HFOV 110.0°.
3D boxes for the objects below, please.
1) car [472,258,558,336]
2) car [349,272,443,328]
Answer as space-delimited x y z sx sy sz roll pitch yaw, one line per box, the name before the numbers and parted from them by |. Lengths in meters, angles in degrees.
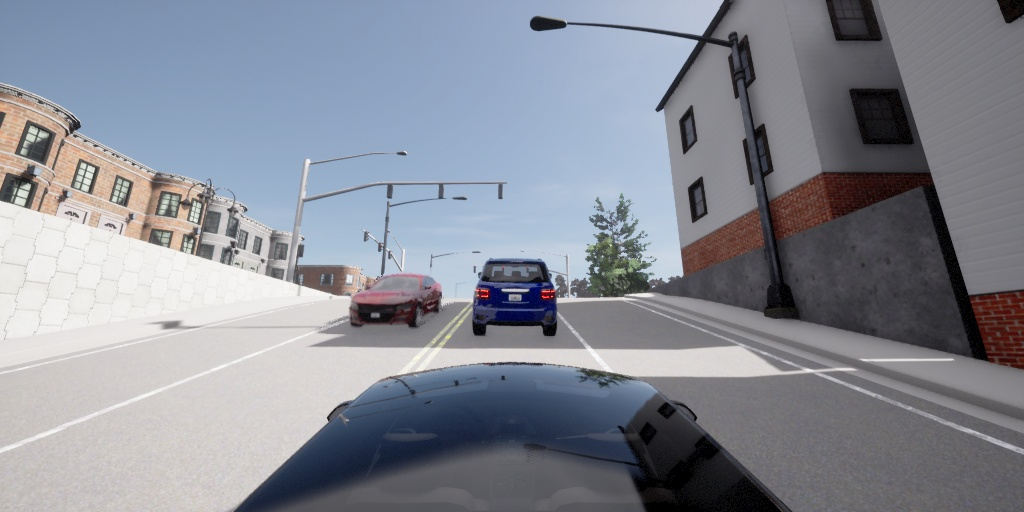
car | 0.085 1.097 11.008 2.150 2.045 5.566 1 -1 0
car | -3.594 1.318 11.931 1.882 1.535 5.008 1 -1 0
